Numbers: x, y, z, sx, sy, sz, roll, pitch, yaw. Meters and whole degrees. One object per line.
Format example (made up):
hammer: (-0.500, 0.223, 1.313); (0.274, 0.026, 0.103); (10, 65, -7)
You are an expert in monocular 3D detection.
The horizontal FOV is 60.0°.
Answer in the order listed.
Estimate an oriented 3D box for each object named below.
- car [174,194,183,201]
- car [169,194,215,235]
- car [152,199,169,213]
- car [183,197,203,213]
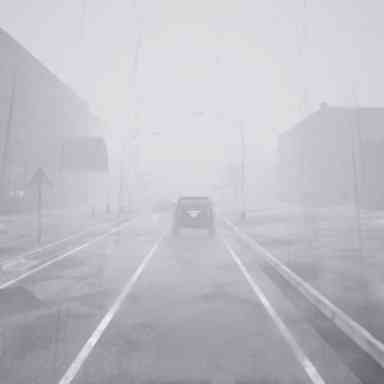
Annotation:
car: (-3.020, 1.186, 76.586); (1.837, 1.490, 4.892); (0, 0, 0)
car: (0.095, 1.206, 18.851); (2.150, 2.045, 5.566); (0, 0, 0)
car: (-3.107, 1.478, 35.615); (2.033, 1.411, 5.357); (0, 0, 0)
car: (0.090, 1.414, 37.385); (2.128, 1.511, 4.902); (0, 0, 0)
